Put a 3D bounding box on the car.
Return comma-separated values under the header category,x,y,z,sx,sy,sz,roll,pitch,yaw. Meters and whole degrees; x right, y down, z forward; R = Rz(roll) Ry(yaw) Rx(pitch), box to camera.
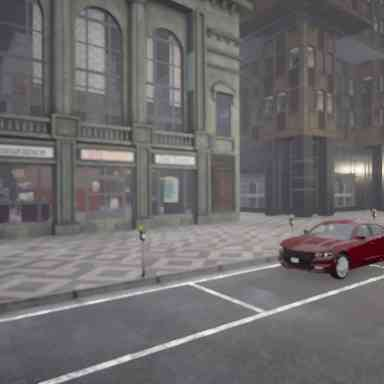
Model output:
category,x,y,z,sx,sy,sz,roll,pitch,yaw
car,4.474,1.495,9.847,4.507,1.381,1.887,0,0,-36
